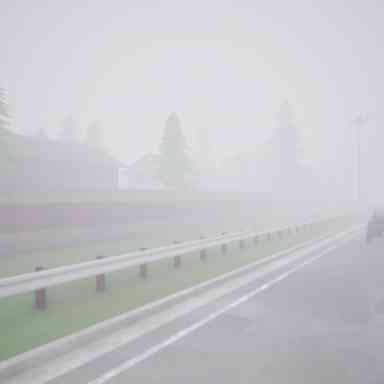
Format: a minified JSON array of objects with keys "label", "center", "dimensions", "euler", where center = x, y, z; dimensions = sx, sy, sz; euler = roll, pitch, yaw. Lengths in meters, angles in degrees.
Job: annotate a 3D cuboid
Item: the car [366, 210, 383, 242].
[{"label":"car","center":[10.035,1.668,16.770],"dimensions":[1.837,1.490,4.892],"euler":[0,-1,35]}]
